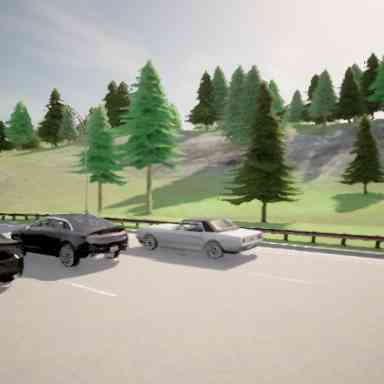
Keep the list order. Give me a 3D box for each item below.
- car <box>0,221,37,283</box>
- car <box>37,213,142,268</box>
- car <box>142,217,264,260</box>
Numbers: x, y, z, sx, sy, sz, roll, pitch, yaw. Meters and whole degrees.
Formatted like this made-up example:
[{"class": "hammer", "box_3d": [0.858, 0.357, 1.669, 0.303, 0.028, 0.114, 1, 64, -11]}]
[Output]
[{"class": "car", "box_3d": [-6.286, 1.475, 8.441, 5.008, 1.535, 1.882, 0, 0, 34]}, {"class": "car", "box_3d": [-4.324, 1.489, 11.344, 4.902, 1.511, 2.128, 0, 0, 35]}, {"class": "car", "box_3d": [0.131, 1.600, 12.493, 4.718, 1.301, 1.895, 0, 0, 35]}]
